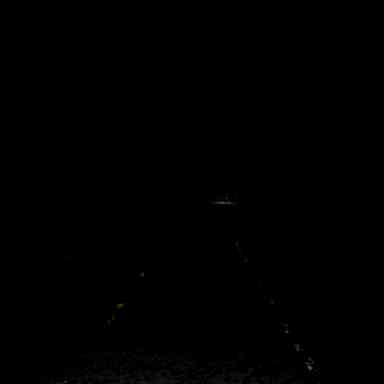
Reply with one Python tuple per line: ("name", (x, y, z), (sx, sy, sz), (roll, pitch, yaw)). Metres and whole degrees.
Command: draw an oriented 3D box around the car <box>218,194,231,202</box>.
("car", (6.590, 1.195, 67.821), (2.097, 1.767, 4.553), (0, 0, 14))
